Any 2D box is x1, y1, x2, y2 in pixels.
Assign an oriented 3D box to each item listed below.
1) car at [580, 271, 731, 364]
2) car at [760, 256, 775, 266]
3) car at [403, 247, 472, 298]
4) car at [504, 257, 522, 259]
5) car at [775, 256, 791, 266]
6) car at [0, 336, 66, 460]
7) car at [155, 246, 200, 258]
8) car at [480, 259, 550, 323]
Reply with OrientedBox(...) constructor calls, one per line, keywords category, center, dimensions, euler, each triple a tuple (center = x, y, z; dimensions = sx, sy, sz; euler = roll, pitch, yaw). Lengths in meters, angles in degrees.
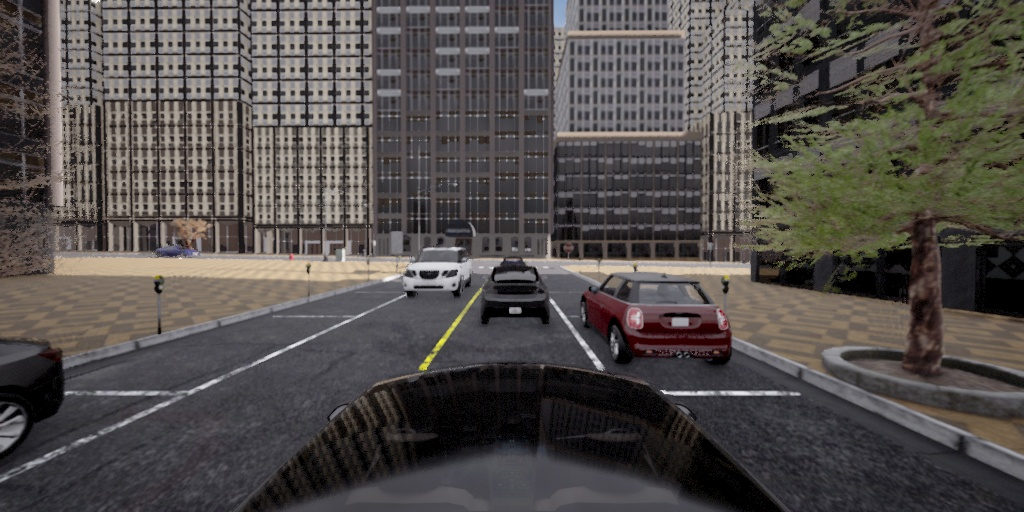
OrientedBox(category="car", center=(2.691, 1.033, 7.712), dimensions=(1.967, 1.591, 4.097), euler=(0, 0, 0))
OrientedBox(category="car", center=(37.018, 0.688, 49.837), dimensions=(4.674, 1.442, 1.812), euler=(1, 1, 1))
OrientedBox(category="car", center=(-3.095, 0.596, 16.049), dimensions=(2.150, 2.045, 5.566), euler=(0, 1, 0))
OrientedBox(category="car", center=(0.073, 0.737, 23.734), dimensions=(1.994, 1.385, 4.181), euler=(0, 2, 0))
OrientedBox(category="car", center=(37.534, 0.577, 46.585), dimensions=(4.553, 1.767, 2.097), euler=(1, 1, 1))
OrientedBox(category="car", center=(-5.690, 1.306, 2.079), dimensions=(1.948, 1.339, 4.313), euler=(0, 0, 0))
OrientedBox(category="car", center=(-41.174, -0.495, 44.151), dimensions=(4.674, 1.442, 1.812), euler=(1, 1, 1))
OrientedBox(category="car", center=(0.085, 1.010, 11.058), dimensions=(1.837, 1.490, 4.892), euler=(0, 1, 0))
